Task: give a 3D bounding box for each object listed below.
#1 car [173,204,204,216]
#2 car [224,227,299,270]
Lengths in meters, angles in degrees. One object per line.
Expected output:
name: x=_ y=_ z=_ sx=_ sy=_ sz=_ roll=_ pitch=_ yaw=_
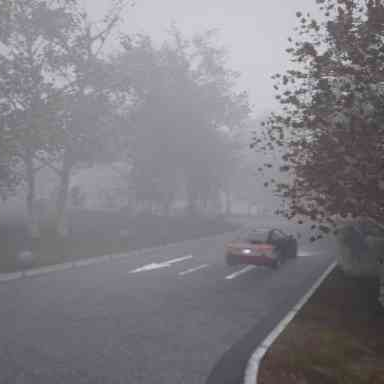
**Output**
car: x=-0.470 y=2.498 z=46.942 sx=4.553 sy=1.767 sz=2.097 roll=1 pitch=-2 yaw=32
car: x=2.896 y=2.107 z=13.312 sx=1.994 sy=1.385 sz=4.181 roll=-2 pitch=-3 yaw=30
